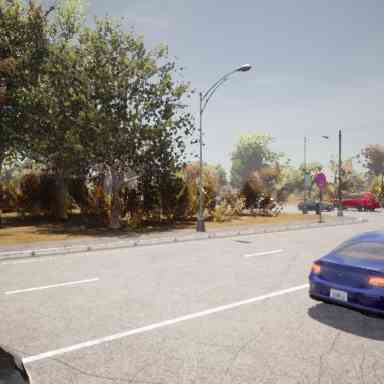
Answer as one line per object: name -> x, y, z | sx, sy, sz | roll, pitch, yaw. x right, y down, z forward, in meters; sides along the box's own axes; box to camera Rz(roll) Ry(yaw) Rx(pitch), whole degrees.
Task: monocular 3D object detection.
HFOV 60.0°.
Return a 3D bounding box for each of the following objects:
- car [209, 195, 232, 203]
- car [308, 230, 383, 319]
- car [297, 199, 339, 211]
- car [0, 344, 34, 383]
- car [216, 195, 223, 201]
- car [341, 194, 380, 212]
car -> 5.688, 1.326, 67.000 | 2.128, 1.511, 4.902 | 0, 1, -33
car -> 4.283, 1.526, 6.809 | 4.674, 1.442, 1.812 | 0, 0, -36
car -> 14.613, 1.564, 39.458 | 1.994, 1.385, 4.181 | 0, 0, -32
car -> -3.315, 1.492, 1.381 | 4.902, 1.511, 2.128 | 0, 0, -36
car -> 3.980, 1.459, 56.278 | 1.812, 1.442, 4.674 | 0, 1, -32
car -> 19.100, 1.221, 39.285 | 2.150, 2.045, 5.566 | 0, 0, -32
